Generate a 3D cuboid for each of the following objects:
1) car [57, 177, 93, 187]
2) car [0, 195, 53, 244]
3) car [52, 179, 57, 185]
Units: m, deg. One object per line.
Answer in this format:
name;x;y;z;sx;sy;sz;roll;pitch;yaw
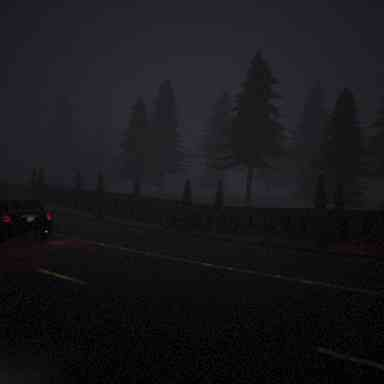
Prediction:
car;-18.002;-1.516;52.551;2.128;1.511;4.902;6;4;37
car;-7.791;0.917;13.691;4.553;1.767;2.097;4;2;35
car;-20.794;-1.739;54.652;1.994;1.385;4.181;6;4;37
